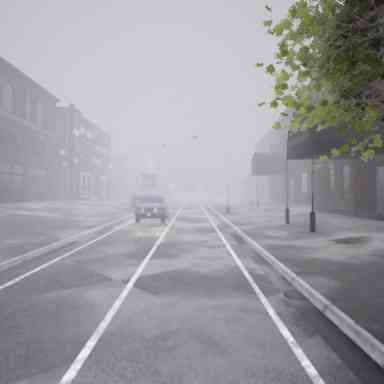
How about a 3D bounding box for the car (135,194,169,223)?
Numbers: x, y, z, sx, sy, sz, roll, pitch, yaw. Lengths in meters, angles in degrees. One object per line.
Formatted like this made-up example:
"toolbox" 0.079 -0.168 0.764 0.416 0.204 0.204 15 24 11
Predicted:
"car" -3.006 1.214 25.917 2.150 2.045 5.566 0 0 0
